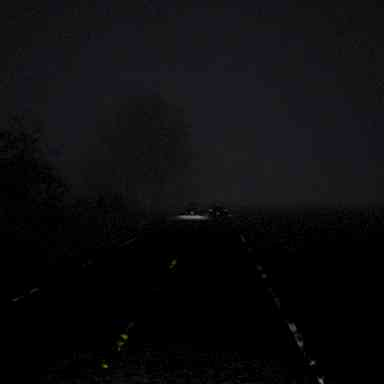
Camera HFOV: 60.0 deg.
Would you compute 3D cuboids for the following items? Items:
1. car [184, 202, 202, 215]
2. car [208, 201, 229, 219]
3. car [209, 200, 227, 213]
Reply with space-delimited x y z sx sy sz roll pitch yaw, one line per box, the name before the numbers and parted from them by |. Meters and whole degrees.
car | 0.229 1.891 38.354 2.033 1.411 5.357 1 0 5
car | 2.671 1.866 33.781 1.812 1.442 4.674 1 0 5
car | 3.480 1.928 44.424 2.128 1.511 4.902 1 0 5
